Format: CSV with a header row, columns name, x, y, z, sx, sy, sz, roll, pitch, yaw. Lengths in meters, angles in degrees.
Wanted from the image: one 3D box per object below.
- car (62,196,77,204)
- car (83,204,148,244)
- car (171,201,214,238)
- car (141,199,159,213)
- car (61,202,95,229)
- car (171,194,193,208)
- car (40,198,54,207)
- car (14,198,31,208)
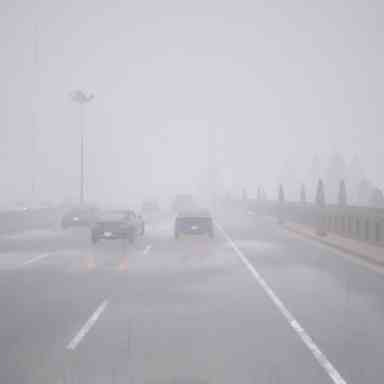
name,x,y,z,sx,sy,sz,roll,pitch,yaw
car,-18.996,1.452,51.543,2.097,1.767,4.553,0,0,-18
car,-3.416,1.531,15.789,1.812,1.442,4.674,0,0,0
car,0.097,1.485,17.783,1.882,1.535,5.008,0,0,0
car,-4.717,1.529,37.488,2.128,1.511,4.902,0,0,-9
car,-6.954,1.575,21.828,1.994,1.385,4.181,0,0,-1
car,-1.105,1.256,37.202,2.150,2.045,5.566,0,0,-8
car,-23.711,1.686,54.504,1.994,1.385,4.181,0,0,-20
car,-26.330,1.665,51.725,2.033,1.411,5.357,0,0,-19
